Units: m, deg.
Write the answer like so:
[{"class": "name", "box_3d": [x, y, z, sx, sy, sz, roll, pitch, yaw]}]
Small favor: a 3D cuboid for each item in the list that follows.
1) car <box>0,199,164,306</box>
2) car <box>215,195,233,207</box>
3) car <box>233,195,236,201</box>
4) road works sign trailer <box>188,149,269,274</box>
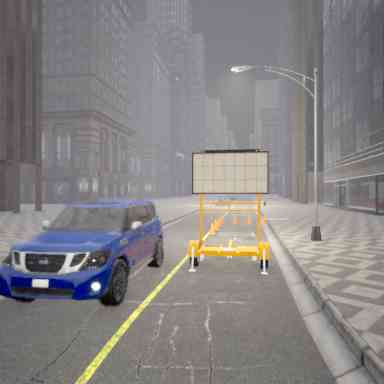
[{"class": "car", "box_3d": [-2.222, 1.221, 8.471, 2.150, 2.045, 5.566, 0, 0, 8]}, {"class": "car", "box_3d": [4.668, 1.257, 50.733, 2.097, 1.767, 4.553, 0, 0, 9]}, {"class": "car", "box_3d": [9.230, 1.406, 77.954, 1.994, 1.385, 4.181, 0, 0, 9]}, {"class": "road works sign trailer", "box_3d": [1.215, 0.459, 10.625, 2.380, 3.560, 2.880, 0, 0, 9]}]
